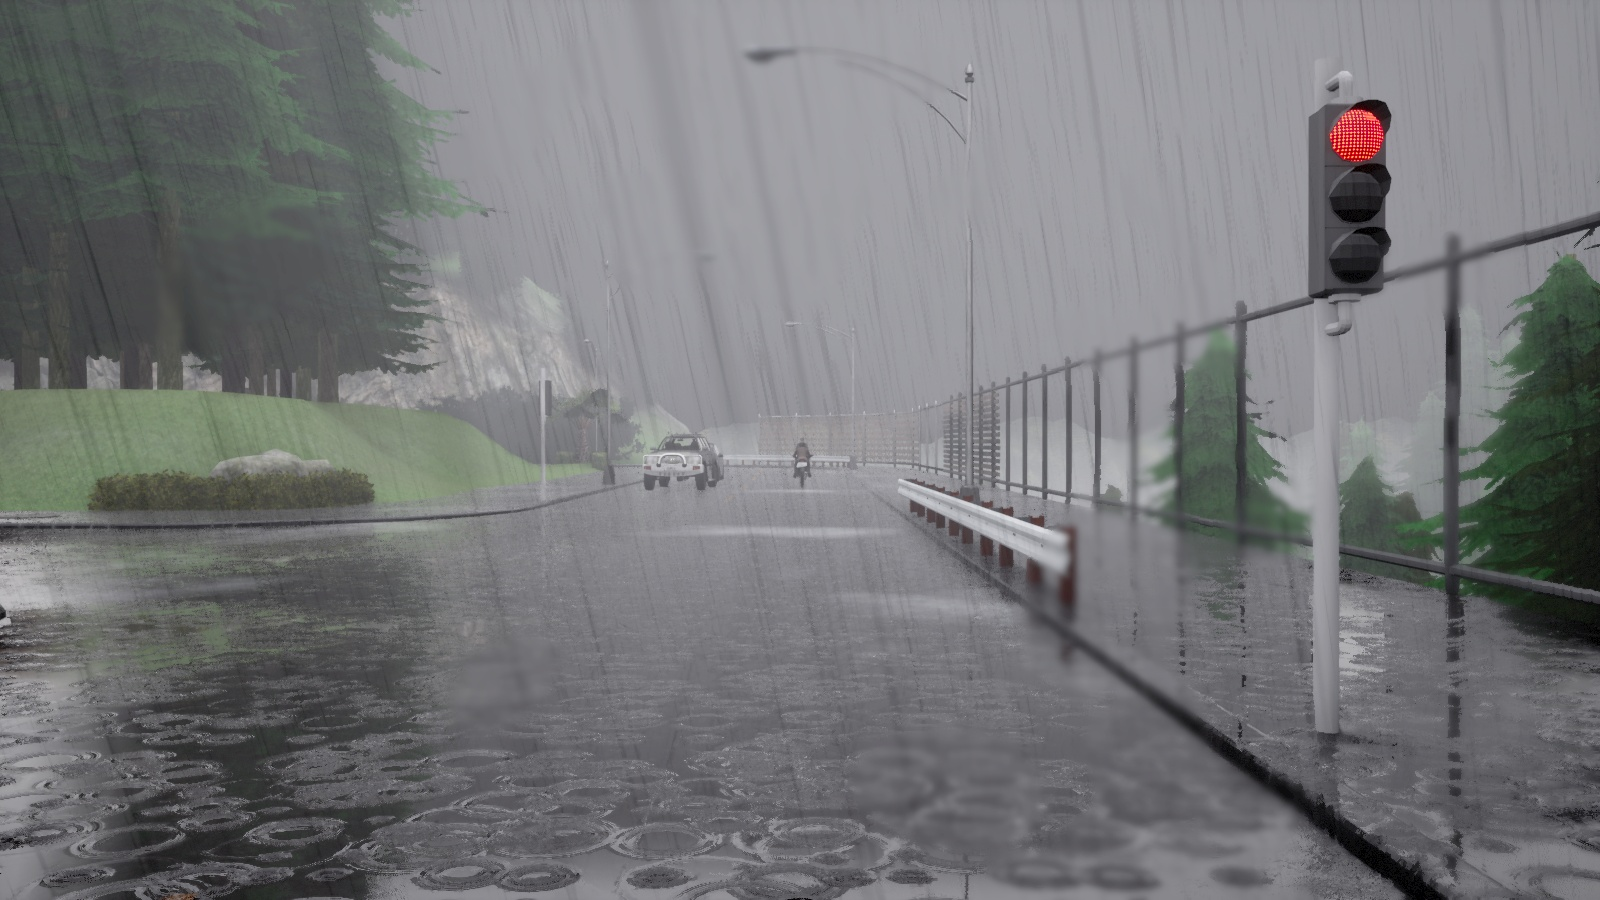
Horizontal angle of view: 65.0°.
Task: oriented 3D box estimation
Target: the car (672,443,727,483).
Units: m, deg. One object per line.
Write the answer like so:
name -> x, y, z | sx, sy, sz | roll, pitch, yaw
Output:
car -> -3.912, 0.476, 49.427 | 1.845, 1.501, 3.633 | 0, 1, 0

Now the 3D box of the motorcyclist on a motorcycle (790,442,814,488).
motorcyclist on a motorcycle -> 0.074, 0.486, 42.907 | 0.797, 1.523, 2.044 | 0, 0, 0

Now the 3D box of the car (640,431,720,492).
car -> -3.834, 0.330, 40.803 | 1.932, 1.855, 4.605 | 0, 0, 3
